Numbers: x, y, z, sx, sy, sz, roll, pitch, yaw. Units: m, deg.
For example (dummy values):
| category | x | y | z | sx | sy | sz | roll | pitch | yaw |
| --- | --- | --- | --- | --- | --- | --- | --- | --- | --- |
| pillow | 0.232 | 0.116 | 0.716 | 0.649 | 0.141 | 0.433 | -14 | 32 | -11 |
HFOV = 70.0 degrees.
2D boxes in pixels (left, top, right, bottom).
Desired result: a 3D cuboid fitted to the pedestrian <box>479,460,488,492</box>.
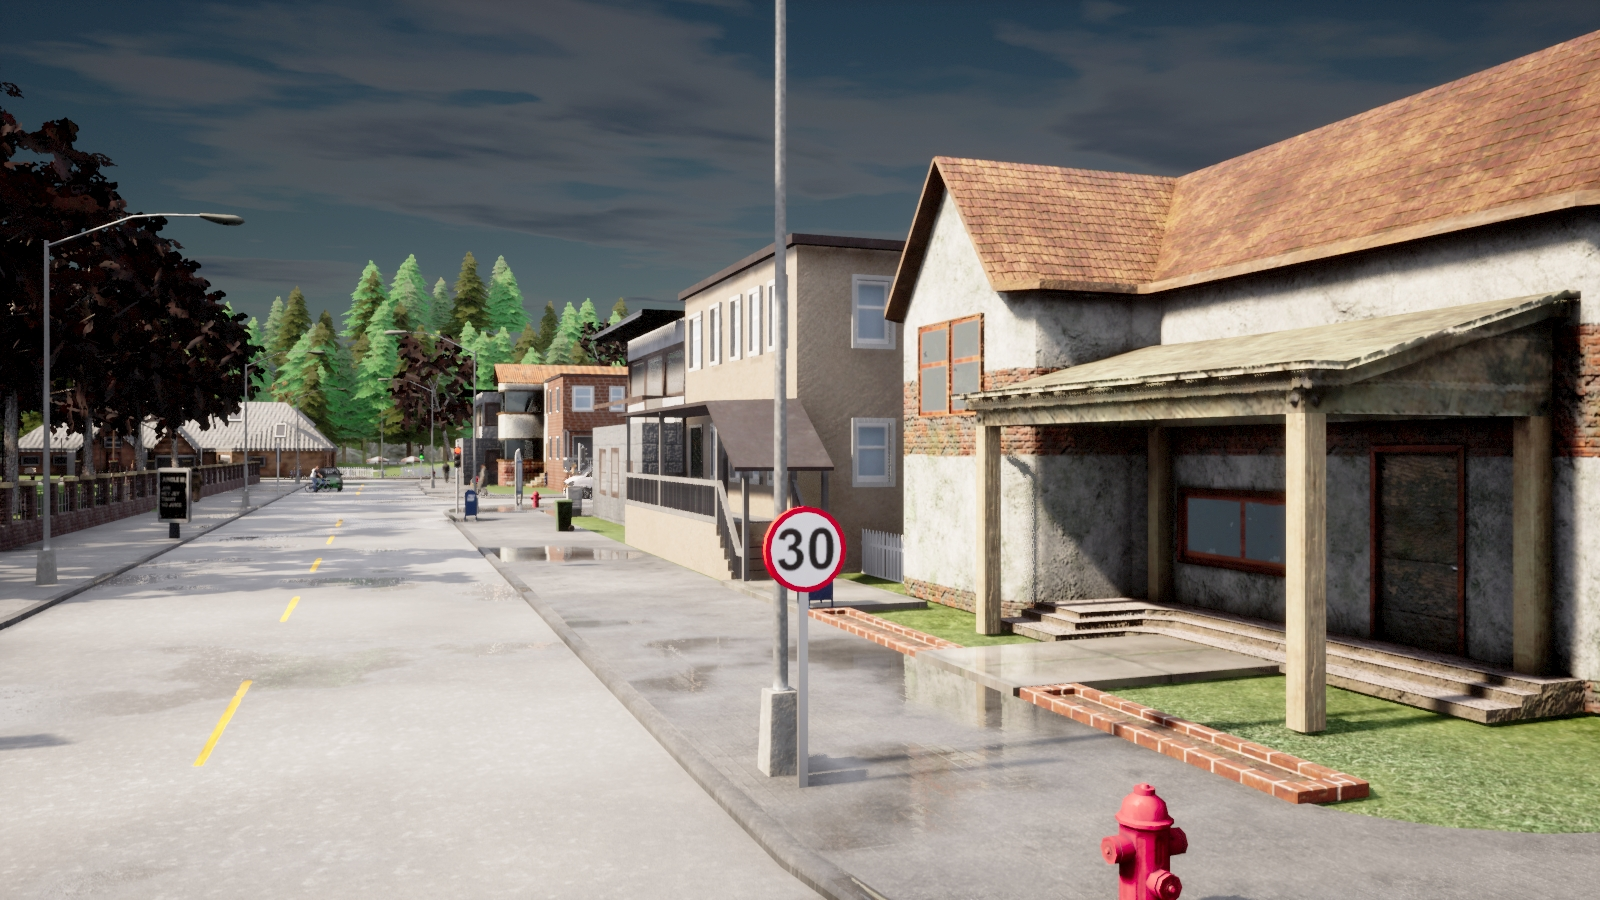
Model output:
| category | x | y | z | sx | sy | sz | roll | pitch | yaw |
| --- | --- | --- | --- | --- | --- | --- | --- | --- | --- |
| pedestrian | -18.350 | 1.516 | 66.266 | 0.375 | 1.860 | 0.375 | 0 | 0 | 11 |

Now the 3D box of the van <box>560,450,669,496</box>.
| category | x | y | z | sx | sy | sz | roll | pitch | yaw |
| --- | --- | --- | --- | --- | --- | --- | --- | --- | --- |
| van | -10.632 | 1.315 | 65.580 | 5.915 | 2.561 | 1.988 | 0 | 0 | -20 |

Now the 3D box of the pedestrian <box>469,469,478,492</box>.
| category | x | y | z | sx | sy | sz | roll | pitch | yaw |
| --- | --- | --- | --- | --- | --- | --- | --- | --- | --- |
| pedestrian | -19.188 | 1.797 | 67.057 | 0.375 | 1.300 | 0.375 | 0 | 0 | 10 |

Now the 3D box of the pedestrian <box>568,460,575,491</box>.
| category | x | y | z | sx | sy | sz | roll | pitch | yaw |
| --- | --- | --- | --- | --- | --- | --- | --- | --- | --- |
| pedestrian | -13.826 | 1.516 | 69.221 | 0.375 | 1.860 | 0.375 | 0 | 0 | -15 |

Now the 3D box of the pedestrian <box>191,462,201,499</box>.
| category | x | y | z | sx | sy | sz | roll | pitch | yaw |
| --- | --- | --- | --- | --- | --- | --- | --- | --- | --- |
| pedestrian | -30.565 | 1.525 | 57.820 | 0.375 | 1.860 | 0.375 | 0 | 0 | -20 |
